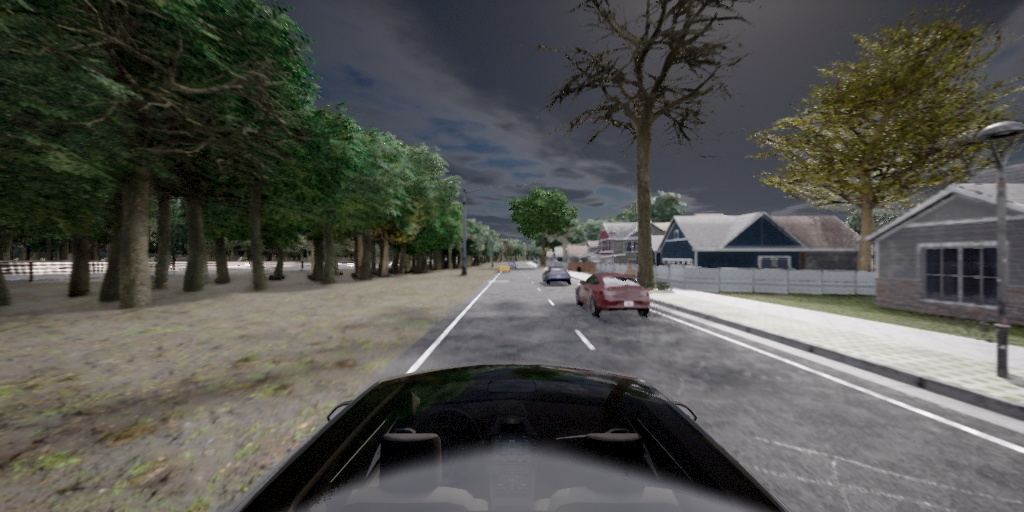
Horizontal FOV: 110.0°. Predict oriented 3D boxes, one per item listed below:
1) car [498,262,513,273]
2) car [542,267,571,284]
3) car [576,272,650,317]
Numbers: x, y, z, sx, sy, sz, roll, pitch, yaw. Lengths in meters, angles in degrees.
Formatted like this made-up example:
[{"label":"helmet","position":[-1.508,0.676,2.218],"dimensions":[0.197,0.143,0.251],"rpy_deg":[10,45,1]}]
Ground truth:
[{"label":"car","position":[-1.221,1.752,55.046],"dimensions":[1.801,1.575,5.366],"rpy_deg":[0,-1,0]},{"label":"car","position":[3.602,1.545,29.455],"dimensions":[1.994,1.385,4.181],"rpy_deg":[0,-1,0]},{"label":"car","position":[3.601,1.330,13.344],"dimensions":[1.812,1.442,4.674],"rpy_deg":[0,-1,0]}]
